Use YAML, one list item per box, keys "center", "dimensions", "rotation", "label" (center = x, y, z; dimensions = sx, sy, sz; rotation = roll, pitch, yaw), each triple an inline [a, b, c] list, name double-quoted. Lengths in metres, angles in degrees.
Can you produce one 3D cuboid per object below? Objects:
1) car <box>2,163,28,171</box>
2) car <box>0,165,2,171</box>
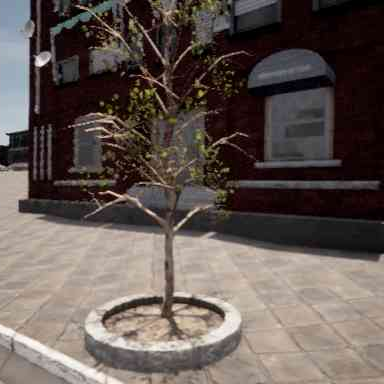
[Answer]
- center: [-24.134, -3.364, 47.567]
  dimensions: [4.892, 1.521, 2.231]
  rotation: [1, 1, 27]
  label: "car"
- center: [-28.965, -3.426, 50.027]
  dimensions: [4.674, 1.452, 2.002]
  rotation: [1, 1, 28]
  label: "car"
